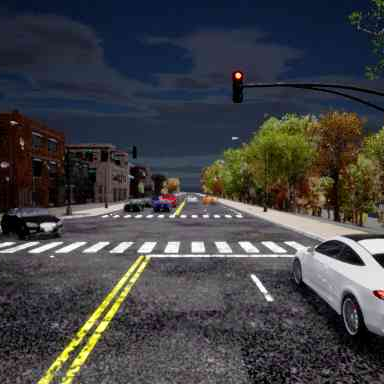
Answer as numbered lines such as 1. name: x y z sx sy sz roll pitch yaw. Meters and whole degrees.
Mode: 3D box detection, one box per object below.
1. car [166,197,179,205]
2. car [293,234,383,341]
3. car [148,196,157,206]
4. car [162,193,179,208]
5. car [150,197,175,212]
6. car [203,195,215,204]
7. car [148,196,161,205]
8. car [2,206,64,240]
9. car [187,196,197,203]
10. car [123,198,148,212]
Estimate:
1. car: -3.379 1.557 58.985 1.994 1.385 4.181 0 0 0
2. car: 3.352 1.525 6.343 1.812 1.442 4.674 0 0 2
3. car: -6.626 1.541 49.080 2.033 1.411 5.357 0 0 0
4. car: -3.381 1.215 48.832 2.150 2.045 5.566 0 0 -1
5. car: -3.353 1.595 38.429 1.895 1.301 4.718 0 0 0
6. car: 3.285 1.345 65.167 2.097 1.767 4.553 0 0 0
7. car: -6.627 1.519 59.153 1.812 1.442 4.674 0 0 0
8. car: -8.346 1.505 17.271 2.128 1.511 4.902 0 -1 -44
9. car: 0.018 1.518 66.477 1.812 1.442 4.674 0 0 0
10. car: -6.603 1.595 38.420 1.895 1.301 4.718 0 0 0
